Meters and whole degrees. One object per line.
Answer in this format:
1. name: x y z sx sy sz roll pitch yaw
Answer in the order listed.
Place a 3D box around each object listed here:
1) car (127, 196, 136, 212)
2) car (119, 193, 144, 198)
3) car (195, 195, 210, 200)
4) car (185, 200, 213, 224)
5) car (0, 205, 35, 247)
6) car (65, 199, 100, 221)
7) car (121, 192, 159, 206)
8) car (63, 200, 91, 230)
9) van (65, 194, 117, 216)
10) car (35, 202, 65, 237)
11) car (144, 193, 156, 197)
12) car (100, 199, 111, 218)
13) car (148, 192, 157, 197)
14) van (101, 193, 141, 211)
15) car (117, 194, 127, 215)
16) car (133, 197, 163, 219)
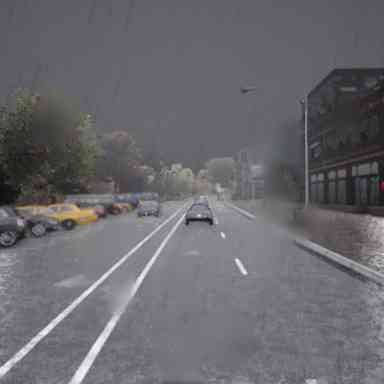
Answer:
1. car: -8.726 1.464 34.580 5.008 1.535 2.097 -1 0 -18
2. car: -8.661 1.201 37.523 5.566 2.045 2.435 -1 1 -18
3. car: 1.036 1.493 41.331 2.033 1.411 5.357 0 0 2
4. car: 0.549 1.569 24.722 1.994 1.385 4.181 0 0 2
5. car: -9.278 1.378 13.828 4.553 1.767 2.185 -1 0 -19
6. car: -9.253 1.497 22.673 5.366 1.575 1.946 -1 0 -18
7. car: -8.209 1.122 52.310 5.566 2.045 2.435 -1 1 -18
8. car: -8.987 1.496 19.823 5.366 1.575 1.946 -1 0 -19
9. van: -9.006 1.260 28.612 4.442 1.987 1.878 -1 0 -18
10. car: -9.247 1.505 16.792 4.892 1.521 2.231 -1 0 -19
11. car: -8.195 1.401 46.483 5.366 1.575 1.946 -1 0 -18
12. car: -9.012 1.522 25.682 4.792 1.488 2.163 -1 0 -18
13. car: -8.250 1.138 49.382 5.566 2.045 2.435 -1 0 -18
14. van: -8.650 1.214 40.450 4.442 1.987 1.878 -1 1 -18
15. car: -8.838 1.350 31.607 4.553 1.767 2.185 -1 0 -18
16. car: -3.662 1.499 29.674 1.837 1.490 4.892 0 0 2
